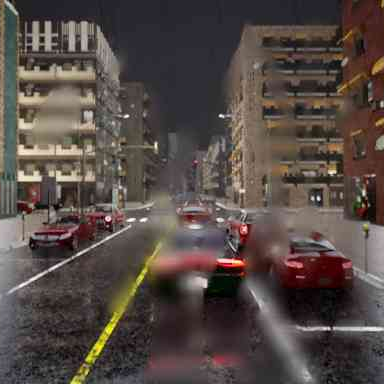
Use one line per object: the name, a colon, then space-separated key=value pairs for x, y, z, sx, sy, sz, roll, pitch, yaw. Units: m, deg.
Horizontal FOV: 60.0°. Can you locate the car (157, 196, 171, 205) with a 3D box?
car: x=-5.089 y=1.514 z=57.701 sx=1.752 sy=1.417 sz=4.829 roll=1 pitch=0 yaw=0

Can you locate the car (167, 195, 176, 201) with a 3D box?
car: x=-5.004 y=1.527 z=80.555 sx=1.887 sy=1.381 sz=4.507 roll=1 pitch=0 yaw=0

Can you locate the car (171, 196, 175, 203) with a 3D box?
car: x=-5.047 y=1.511 z=69.043 sx=1.752 sy=1.417 sz=4.829 roll=1 pitch=0 yaw=0

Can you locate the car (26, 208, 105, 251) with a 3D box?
car: x=-5.259 y=1.580 z=14.109 sx=1.802 sy=1.307 sz=4.206 roll=1 pitch=0 yaw=0

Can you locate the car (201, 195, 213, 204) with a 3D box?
car: x=2.814 y=1.427 z=63.542 sx=1.967 sy=1.590 sz=4.097 roll=1 pitch=0 yaw=0

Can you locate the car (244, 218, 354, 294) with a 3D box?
car: x=2.605 y=1.581 z=8.553 sx=1.802 sy=1.307 sz=4.206 roll=1 pitch=0 yaw=0

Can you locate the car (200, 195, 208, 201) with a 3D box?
car: x=2.877 y=1.527 z=80.555 sx=1.887 sy=1.381 sz=4.507 roll=1 pitch=0 yaw=0

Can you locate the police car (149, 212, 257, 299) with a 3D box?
police car: x=0.129 y=1.503 z=8.538 sx=2.038 sy=1.542 sz=4.974 roll=0 pitch=0 yaw=0

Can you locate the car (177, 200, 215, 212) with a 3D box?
car: x=0.135 y=1.475 z=18.998 sx=1.882 sy=1.535 sz=5.008 roll=0 pitch=0 yaw=0

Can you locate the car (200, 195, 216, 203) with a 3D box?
car: x=2.770 y=1.541 z=52.200 sx=2.008 sy=1.369 sz=4.403 roll=1 pitch=0 yaw=0

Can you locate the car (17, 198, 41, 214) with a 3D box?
car: x=-17.446 y=1.230 z=31.216 sx=5.009 sy=1.841 sz=2.192 roll=0 pitch=-1 yaw=0

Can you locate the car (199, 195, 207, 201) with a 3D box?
car: x=2.898 y=1.531 z=86.226 sx=2.008 sy=1.369 sz=4.403 roll=1 pitch=0 yaw=0

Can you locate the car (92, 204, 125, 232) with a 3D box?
car: x=-5.240 y=1.437 z=19.659 sx=1.967 sy=1.590 sz=4.097 roll=1 pitch=0 yaw=0

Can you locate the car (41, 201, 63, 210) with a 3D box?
car: x=-17.478 y=1.576 z=39.092 sx=4.313 sy=1.339 sz=1.947 roll=0 pitch=-1 yaw=0

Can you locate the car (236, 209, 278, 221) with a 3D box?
car: x=2.628 y=1.438 z=14.102 sx=1.967 sy=1.590 sz=4.097 roll=1 pitch=0 yaw=0

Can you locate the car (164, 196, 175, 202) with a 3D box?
car: x=-5.025 y=1.550 z=74.884 sx=1.947 sy=1.339 sz=4.313 roll=1 pitch=0 yaw=0
